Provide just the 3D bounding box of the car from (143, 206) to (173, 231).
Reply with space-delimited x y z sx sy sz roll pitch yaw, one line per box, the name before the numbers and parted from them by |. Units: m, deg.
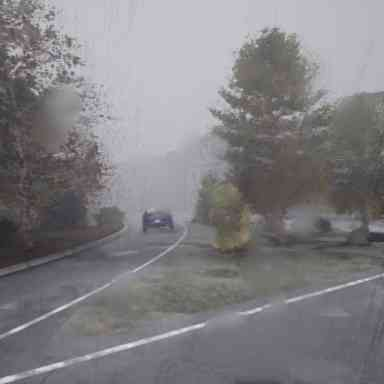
car | -2.304 1.691 22.631 1.882 1.535 5.008 -5 -1 -5
